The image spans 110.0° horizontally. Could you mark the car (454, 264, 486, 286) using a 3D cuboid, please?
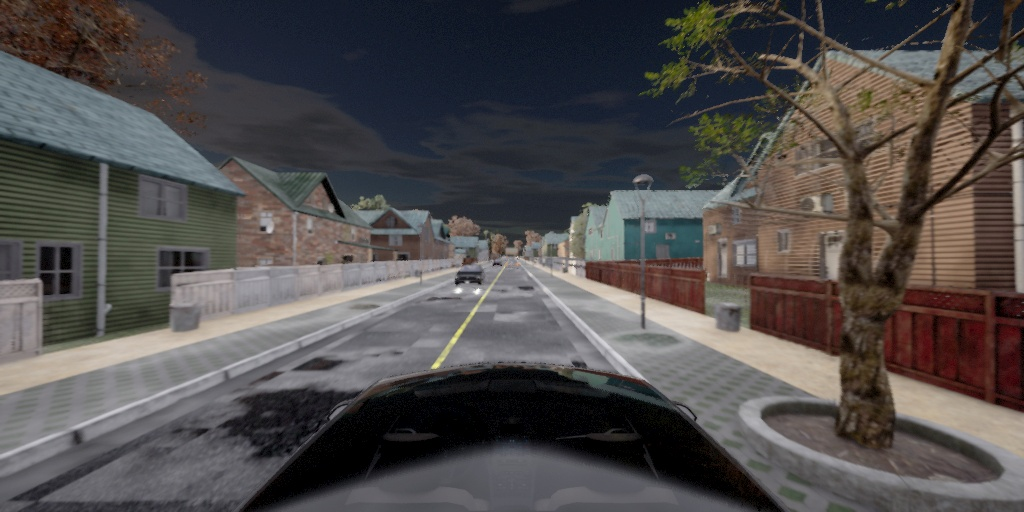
[{"bbox_3d":[-2.856,1.302,25.582,2.033,1.411,5.357,0,0,0],"label":"car"}]

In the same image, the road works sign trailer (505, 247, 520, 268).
[{"bbox_3d":[-0.014,0.205,61.888,2.380,3.560,2.880,0,0,0],"label":"road works sign trailer"}]
